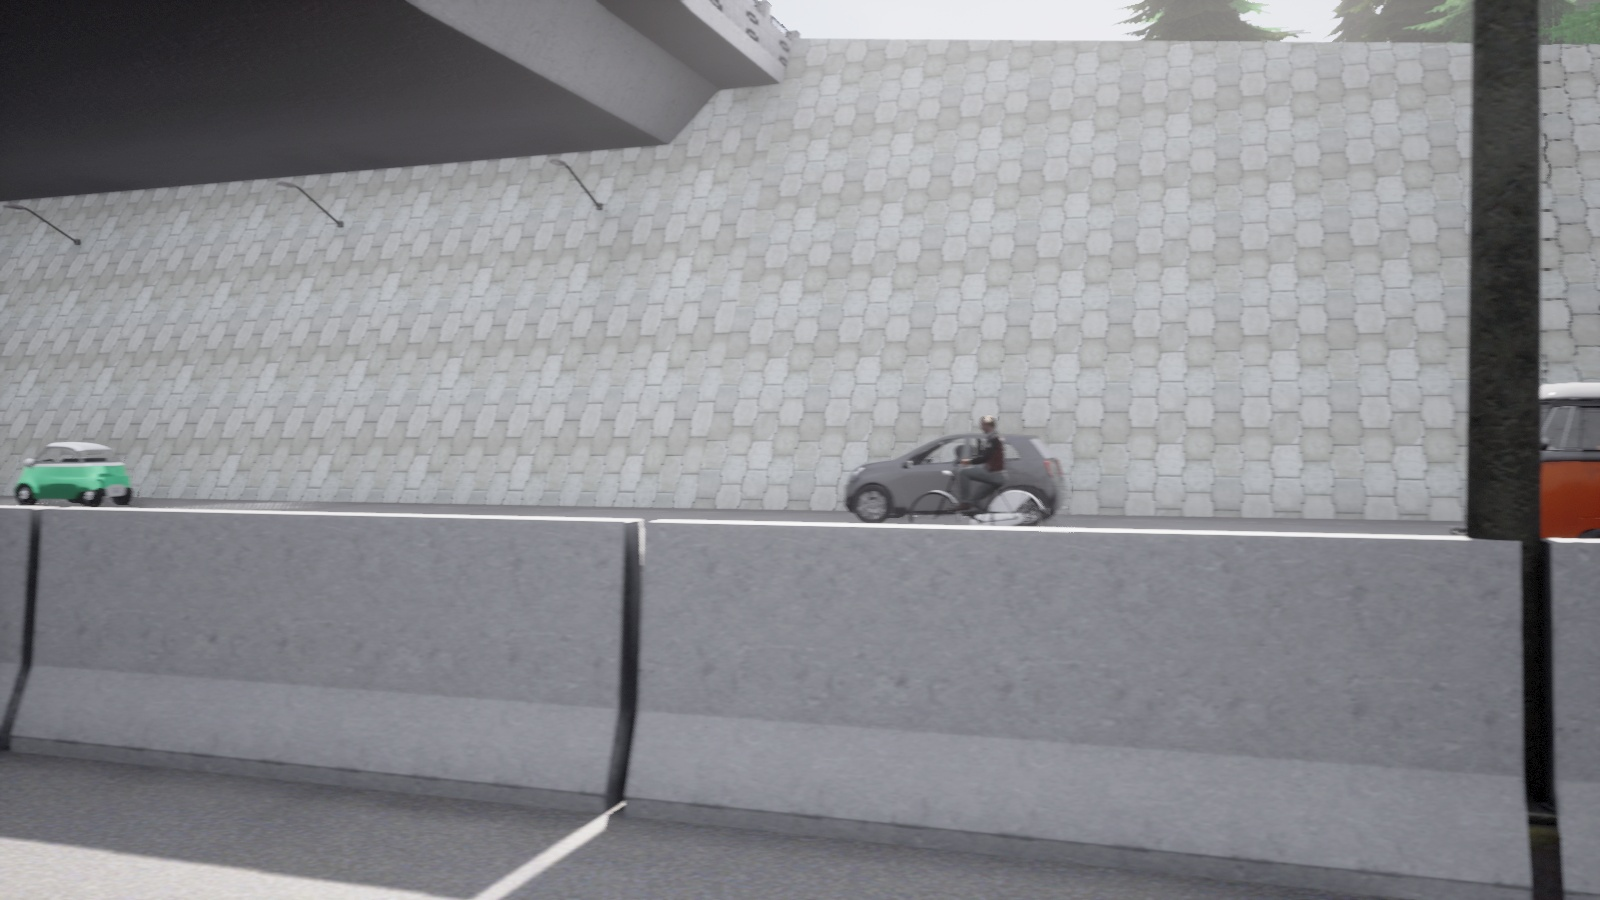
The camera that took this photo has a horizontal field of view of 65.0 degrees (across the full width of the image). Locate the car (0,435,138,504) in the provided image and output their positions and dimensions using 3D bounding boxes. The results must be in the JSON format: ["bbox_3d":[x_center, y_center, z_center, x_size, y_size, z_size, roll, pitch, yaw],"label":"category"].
[{"bbox_3d":[-15.670,0.391,26.928,2.207,1.376,1.481,1,1,19],"label":"car"}]

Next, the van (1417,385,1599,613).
[{"bbox_3d":[8.243,0.427,11.493,4.442,1.987,1.775,1,1,19],"label":"van"}]

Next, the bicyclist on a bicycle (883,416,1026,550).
[{"bbox_3d":[2.121,0.429,17.247,1.843,1.776,0.659,1,1,19],"label":"bicyclist on a bicycle"}]

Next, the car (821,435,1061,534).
[{"bbox_3d":[2.367,0.516,20.859,3.633,1.501,1.845,1,1,19],"label":"car"}]
